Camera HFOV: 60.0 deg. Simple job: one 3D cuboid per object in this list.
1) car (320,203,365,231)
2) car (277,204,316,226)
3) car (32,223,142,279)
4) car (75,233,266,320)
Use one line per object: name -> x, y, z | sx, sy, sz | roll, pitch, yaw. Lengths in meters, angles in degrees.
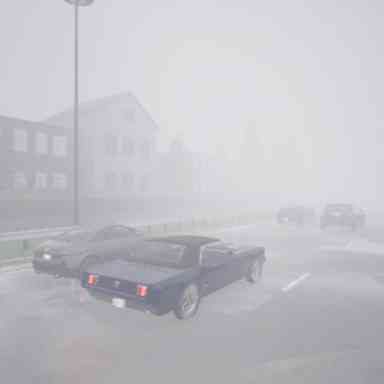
car -> 10.059, 1.486, 22.085 | 2.097, 1.767, 4.553 | 0, 0, 35
car -> 7.950, 1.659, 25.183 | 1.837, 1.490, 4.892 | 0, 0, 35
car -> -2.529, 1.629, 10.091 | 1.994, 1.385, 4.181 | 0, 0, 35
car -> -0.002, 1.649, 7.594 | 1.895, 1.301, 4.718 | 0, 0, 35
